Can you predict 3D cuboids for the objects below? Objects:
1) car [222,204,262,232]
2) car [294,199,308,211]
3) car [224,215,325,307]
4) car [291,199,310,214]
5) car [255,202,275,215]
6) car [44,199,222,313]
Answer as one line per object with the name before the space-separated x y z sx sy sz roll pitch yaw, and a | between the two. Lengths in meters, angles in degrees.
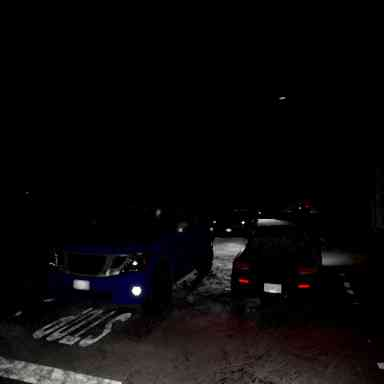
car | 2.548 1.605 18.800 1.895 1.301 4.718 0 0 19
car | 15.379 1.743 46.883 1.882 1.535 5.008 0 -1 19
car | 2.162 1.528 8.034 1.812 1.442 4.674 0 0 19
car | 12.204 1.693 37.380 1.994 1.385 4.181 0 -1 19
car | 6.261 1.600 29.670 1.994 1.385 4.181 0 0 19
car | -1.010 1.226 8.228 2.150 2.045 5.566 0 0 18
